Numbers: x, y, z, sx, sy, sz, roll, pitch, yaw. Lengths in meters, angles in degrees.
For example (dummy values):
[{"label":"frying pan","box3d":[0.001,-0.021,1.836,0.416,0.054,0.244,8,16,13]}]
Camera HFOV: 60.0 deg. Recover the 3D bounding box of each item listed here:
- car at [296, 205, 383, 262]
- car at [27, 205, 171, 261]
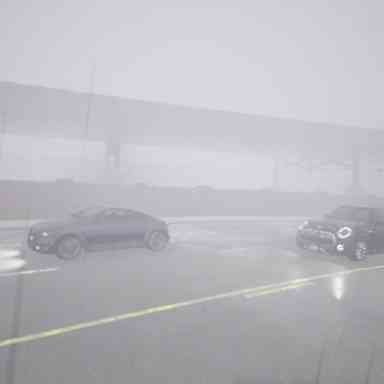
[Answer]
[{"label":"car","box3d":[5.826,1.231,11.572,4.553,1.767,2.097,2,2,-29]},{"label":"car","box3d":[-2.749,1.111,10.287,4.181,1.385,1.994,1,2,-34]}]
